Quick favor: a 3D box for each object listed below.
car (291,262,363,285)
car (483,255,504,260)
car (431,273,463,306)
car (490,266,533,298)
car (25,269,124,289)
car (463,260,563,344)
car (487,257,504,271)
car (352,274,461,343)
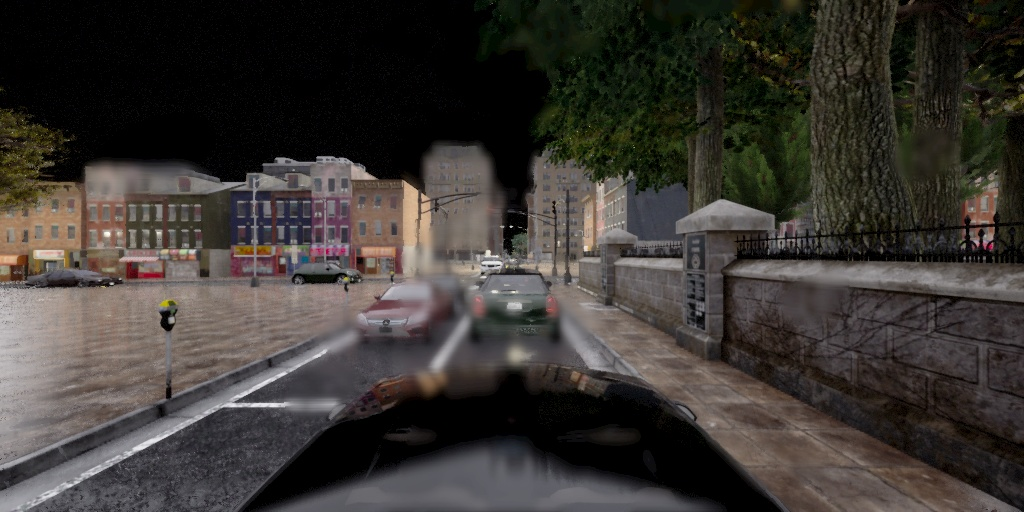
[{"bbox_3d":[-13.391,1.230,26.207,4.553,1.767,2.097,-1,0,0],"label":"car"},{"bbox_3d":[-2.204,0.960,38.604,2.150,2.045,5.566,0,0,-2],"label":"car"},{"bbox_3d":[-2.638,1.315,13.299,1.948,1.339,4.313,0,0,0],"label":"car"},{"bbox_3d":[-0.144,1.313,19.196,1.994,1.385,4.181,0,0,-5],"label":"car"},{"bbox_3d":[-31.842,1.679,26.142,5.357,1.411,2.033,-1,0,0],"label":"car"},{"bbox_3d":[0.073,1.101,9.752,2.097,1.767,4.553,0,0,0],"label":"car"},{"bbox_3d":[-2.295,1.089,51.012,2.097,1.767,4.553,0,0,0],"label":"car"},{"bbox_3d":[-2.638,1.331,9.637,1.802,1.307,4.207,0,0,0],"label":"car"}]
